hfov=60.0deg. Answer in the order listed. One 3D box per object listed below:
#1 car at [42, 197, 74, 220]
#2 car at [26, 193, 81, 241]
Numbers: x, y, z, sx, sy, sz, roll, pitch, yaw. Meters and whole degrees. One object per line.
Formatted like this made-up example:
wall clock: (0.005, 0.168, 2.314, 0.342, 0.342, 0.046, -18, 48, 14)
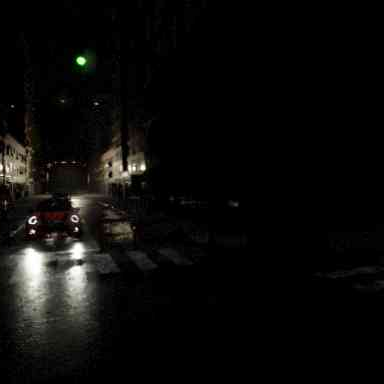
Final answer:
car: (-9.886, 1.158, 24.636, 1.994, 1.385, 4.181, -1, 1, -21)
car: (-6.292, 1.099, 15.317, 2.097, 1.767, 4.553, -1, 1, -21)
